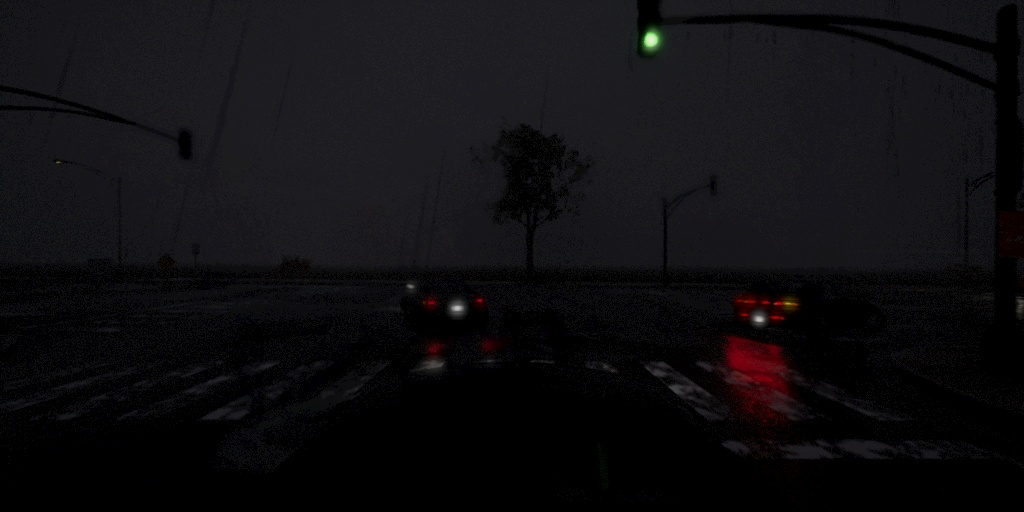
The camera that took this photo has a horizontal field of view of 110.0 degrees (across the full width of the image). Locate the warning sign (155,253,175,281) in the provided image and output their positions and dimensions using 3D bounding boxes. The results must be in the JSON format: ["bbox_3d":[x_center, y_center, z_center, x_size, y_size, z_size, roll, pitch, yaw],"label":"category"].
[{"bbox_3d":[-23.450,0.697,24.289,1.060,1.860,1.300,0,0,1],"label":"warning sign"}]

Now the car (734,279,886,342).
[{"bbox_3d":[8.520,1.412,10.321,4.892,1.490,1.837,1,-3,-27],"label":"car"}]

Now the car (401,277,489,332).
[{"bbox_3d":[-2.223,1.354,11.263,1.994,1.385,4.181,0,0,-23],"label":"car"}]

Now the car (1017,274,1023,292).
[{"bbox_3d":[32.282,1.298,20.080,5.566,2.045,2.150,0,0,2],"label":"car"}]
